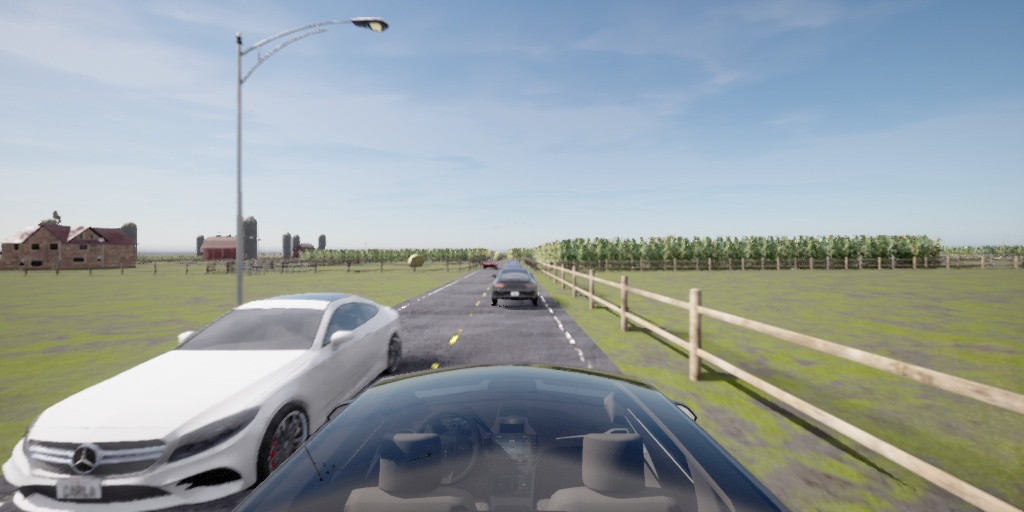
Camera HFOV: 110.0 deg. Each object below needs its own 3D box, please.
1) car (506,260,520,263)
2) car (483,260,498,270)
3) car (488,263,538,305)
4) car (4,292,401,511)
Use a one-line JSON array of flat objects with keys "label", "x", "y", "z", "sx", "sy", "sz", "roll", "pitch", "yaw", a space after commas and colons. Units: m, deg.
[{"label": "car", "x": 0.106, "y": 1.154, "z": 36.783, "sx": 2.033, "sy": 1.411, "sz": 5.357, "roll": 0, "pitch": 0, "yaw": 0}, {"label": "car", "x": -2.822, "y": 1.167, "z": 47.251, "sx": 1.895, "sy": 1.301, "sz": 4.718, "roll": 0, "pitch": 0, "yaw": 0}, {"label": "car", "x": 0.105, "y": 1.218, "z": 15.469, "sx": 1.812, "sy": 1.442, "sz": 4.674, "roll": 0, "pitch": 0, "yaw": 0}, {"label": "car", "x": -2.850, "y": 1.263, "z": 4.687, "sx": 1.812, "sy": 1.442, "sz": 4.674, "roll": 0, "pitch": 0, "yaw": 0}]
